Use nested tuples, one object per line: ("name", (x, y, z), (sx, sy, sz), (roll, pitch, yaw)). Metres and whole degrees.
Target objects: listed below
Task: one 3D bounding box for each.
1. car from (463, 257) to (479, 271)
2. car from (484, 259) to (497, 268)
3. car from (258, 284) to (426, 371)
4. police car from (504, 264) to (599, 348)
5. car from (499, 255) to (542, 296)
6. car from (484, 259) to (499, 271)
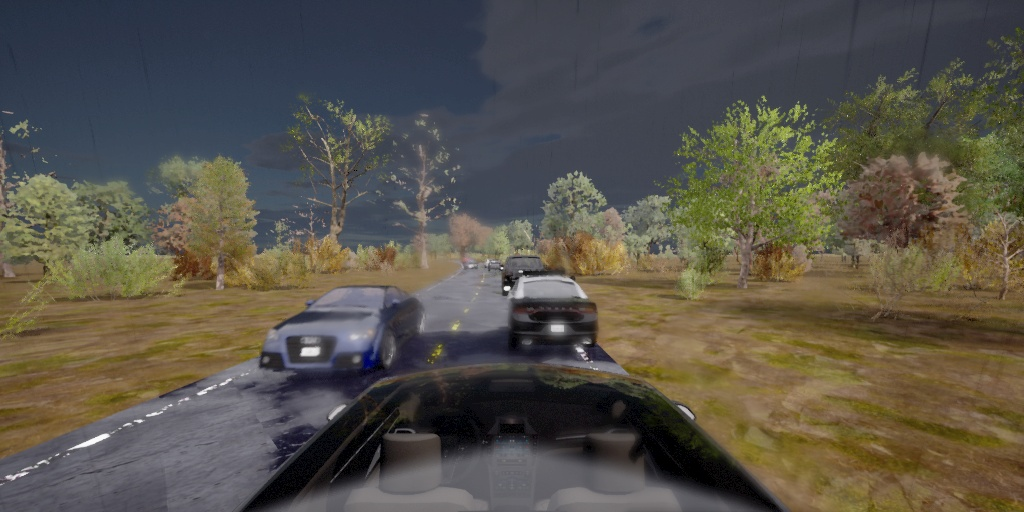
("car", (-5.705, 1.243, 50.379), (2.128, 1.511, 4.902), (0, 0, -6))
("car", (-3.593, 1.278, 59.865), (1.812, 1.442, 4.674), (0, 0, -8))
("car", (-3.186, 1.313, 7.612), (1.994, 1.385, 4.181), (0, 0, -1))
("police car", (0.820, 1.174, 9.415), (1.930, 1.638, 5.238), (0, 0, -1))
("car", (0.531, 0.972, 19.380), (2.150, 2.045, 5.566), (0, 0, -2))
("car", (-2.313, 1.240, 48.066), (2.128, 1.511, 4.902), (0, 0, -5))
